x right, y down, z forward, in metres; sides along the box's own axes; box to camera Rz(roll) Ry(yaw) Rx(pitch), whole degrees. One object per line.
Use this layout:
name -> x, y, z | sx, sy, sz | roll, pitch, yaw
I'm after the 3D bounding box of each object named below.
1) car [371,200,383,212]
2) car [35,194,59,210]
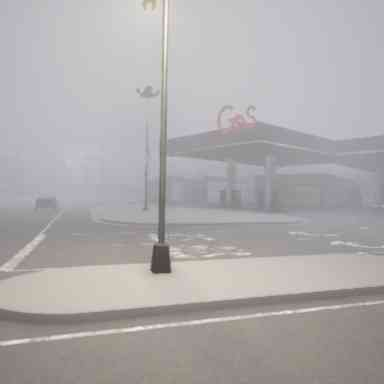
car -> 23.411, 1.654, 39.644 | 3.806, 1.475, 1.970 | 1, 0, -18
car -> -14.543, 0.972, 33.546 | 1.882, 1.535, 5.008 | 1, 0, -18
